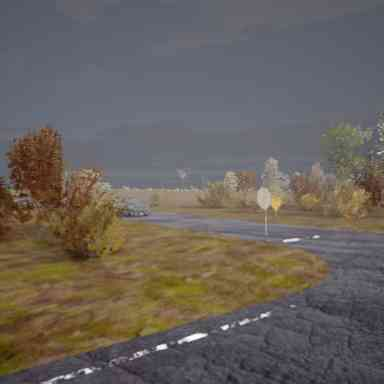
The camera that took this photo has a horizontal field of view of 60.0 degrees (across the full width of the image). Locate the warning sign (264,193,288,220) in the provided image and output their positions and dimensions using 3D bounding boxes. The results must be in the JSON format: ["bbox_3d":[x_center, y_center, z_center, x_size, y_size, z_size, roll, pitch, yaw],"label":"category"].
[{"bbox_3d":[5.958,1.019,23.632,1.300,1.860,1.060,0,0,-35],"label":"warning sign"}]

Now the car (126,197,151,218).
[{"bbox_3d":[-5.525,1.284,29.888,2.097,1.767,4.553,0,0,-35],"label":"car"}]
